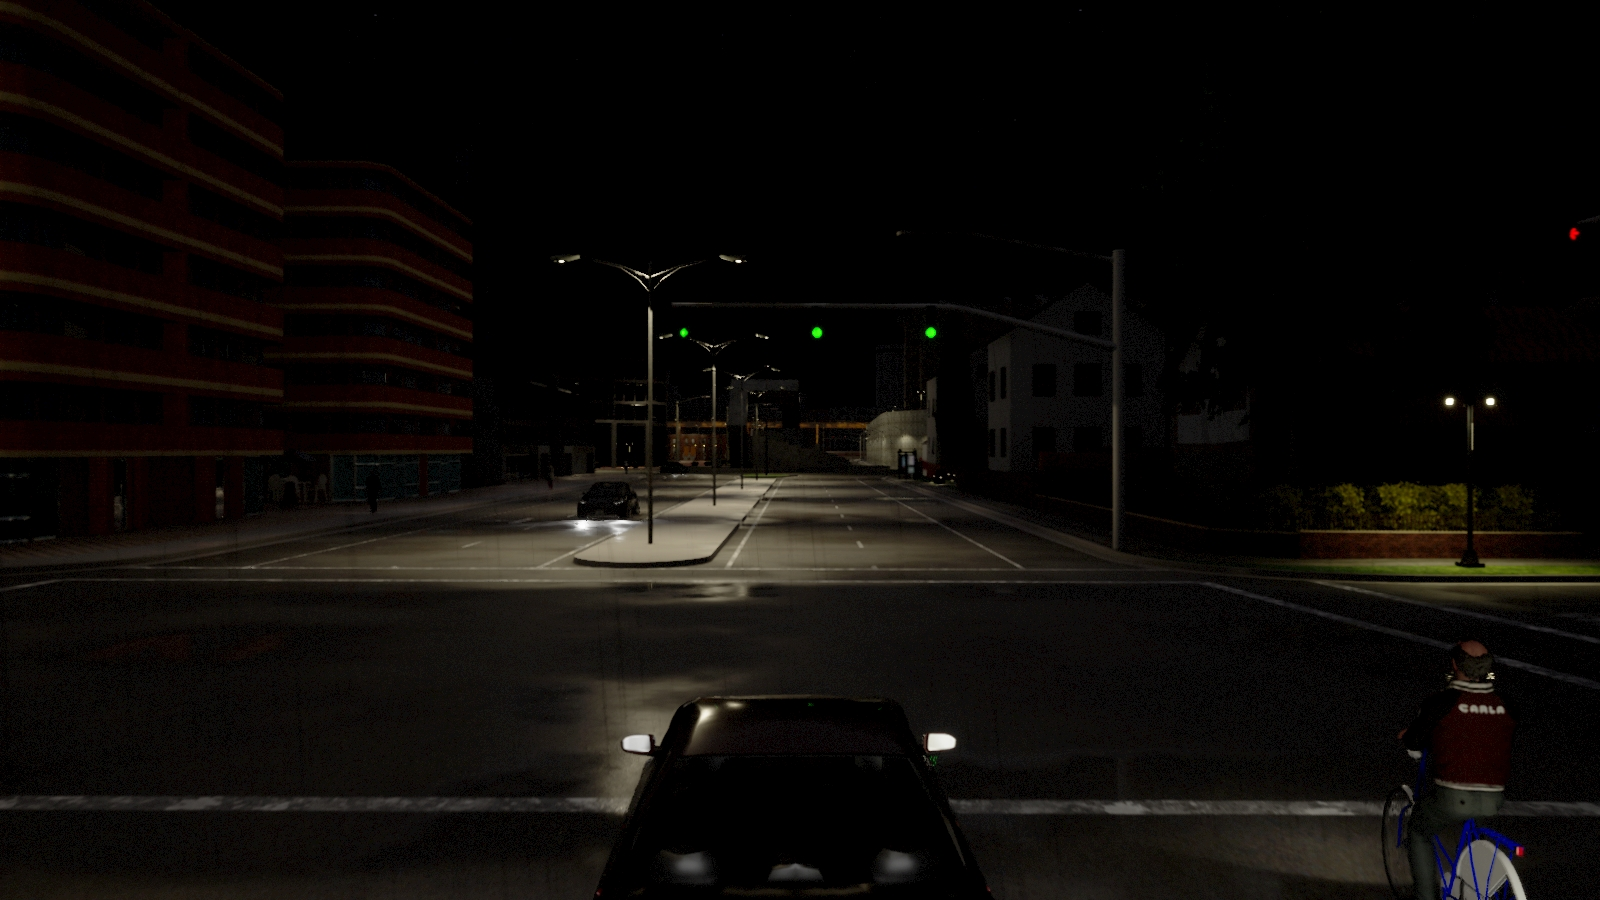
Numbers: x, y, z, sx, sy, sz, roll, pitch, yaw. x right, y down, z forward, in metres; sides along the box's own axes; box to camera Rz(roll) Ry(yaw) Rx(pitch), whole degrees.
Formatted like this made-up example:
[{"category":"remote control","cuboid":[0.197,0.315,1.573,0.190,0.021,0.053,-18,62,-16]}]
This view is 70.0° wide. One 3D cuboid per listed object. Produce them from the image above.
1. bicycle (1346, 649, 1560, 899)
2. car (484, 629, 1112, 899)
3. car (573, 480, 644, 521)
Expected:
[{"category":"bicycle","cuboid":[3.644,2.050,6.526,0.329,1.496,1.835,1,0,7]},{"category":"car","cuboid":[-0.044,2.042,5.903,2.007,1.525,4.514,0,0,-1]},{"category":"car","cuboid":[-7.928,2.074,47.797,2.163,1.488,4.792,0,0,0]}]
